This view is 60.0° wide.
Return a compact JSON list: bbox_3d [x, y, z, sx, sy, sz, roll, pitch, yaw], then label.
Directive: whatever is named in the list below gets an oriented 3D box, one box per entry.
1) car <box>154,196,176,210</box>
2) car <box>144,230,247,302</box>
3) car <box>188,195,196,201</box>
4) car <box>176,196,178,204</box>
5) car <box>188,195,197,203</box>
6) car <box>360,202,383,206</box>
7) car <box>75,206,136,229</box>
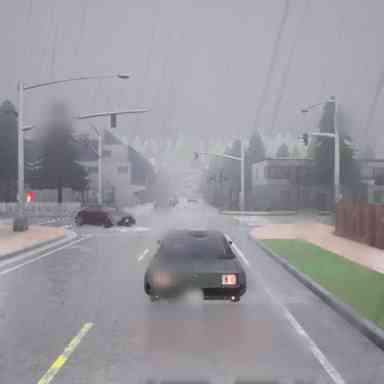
[{"bbox_3d":[-3.564,1.352,41.994,2.097,1.767,4.553,0,0,0],"label":"car"},{"bbox_3d":[0.075,1.601,8.208,1.895,1.301,4.718,0,0,0],"label":"car"},{"bbox_3d":[0.067,1.478,81.475,1.882,1.535,5.008,0,0,0],"label":"car"},{"bbox_3d":[-3.551,1.526,52.229,1.812,1.442,4.674,0,0,0],"label":"car"},{"bbox_3d":[0.061,1.595,71.439,1.895,1.301,4.718,0,0,0],"label":"car"},{"bbox_3d":[15.323,1.582,29.261,4.718,1.301,1.895,0,0,-8],"label":"car"},{"bbox_3d":[-5.579,1.569,21.440,4.181,1.385,1.994,0,0,34],"label":"car"}]
